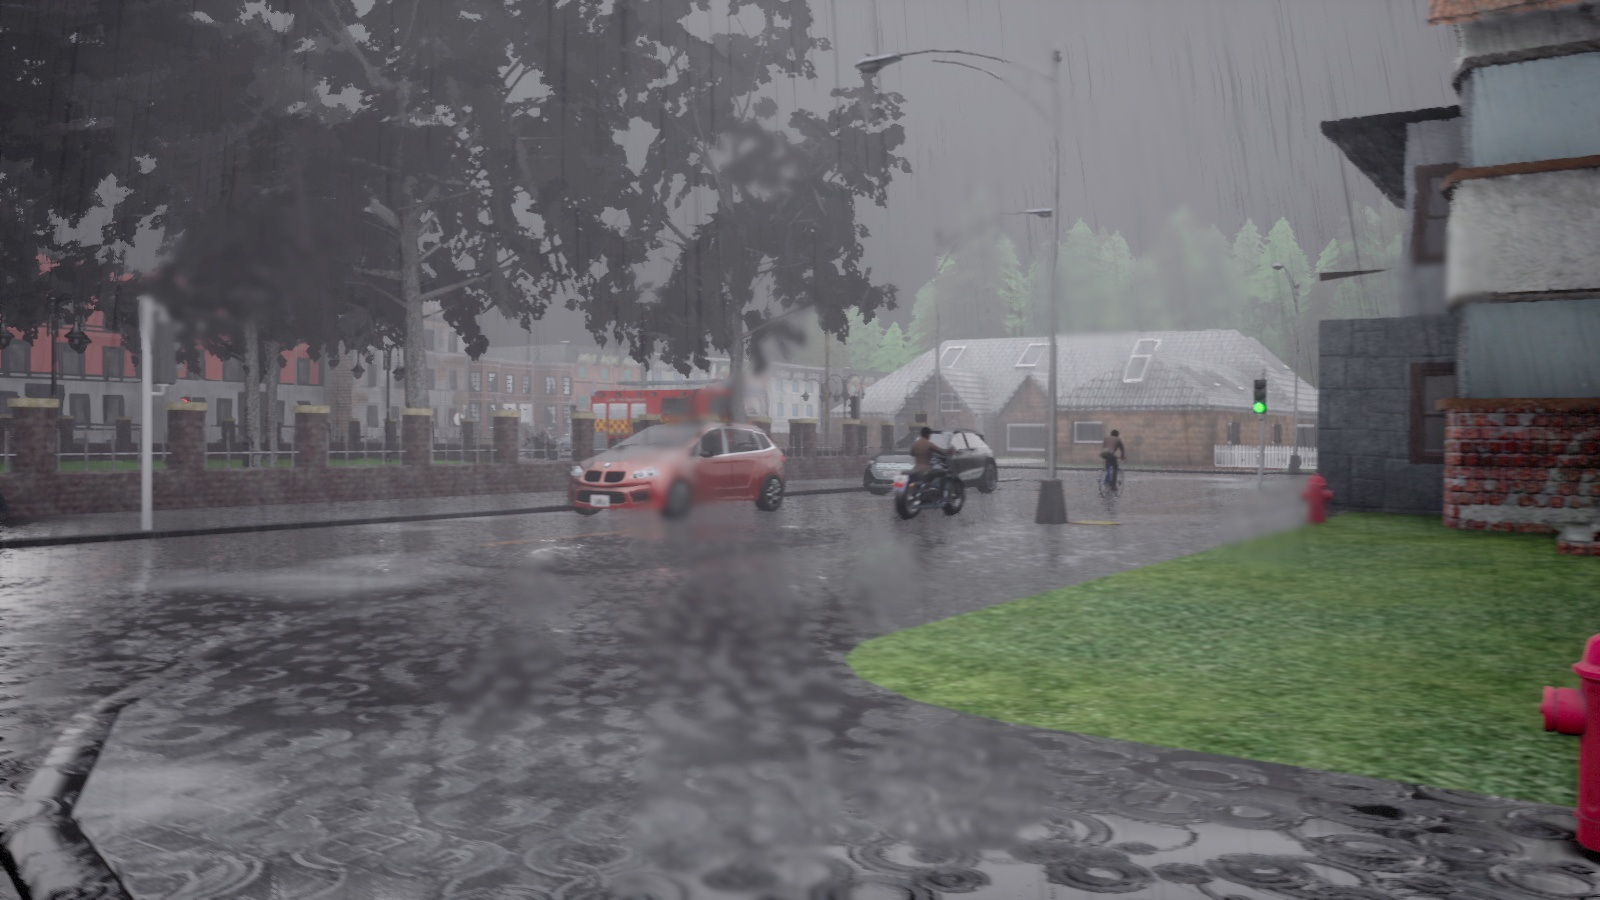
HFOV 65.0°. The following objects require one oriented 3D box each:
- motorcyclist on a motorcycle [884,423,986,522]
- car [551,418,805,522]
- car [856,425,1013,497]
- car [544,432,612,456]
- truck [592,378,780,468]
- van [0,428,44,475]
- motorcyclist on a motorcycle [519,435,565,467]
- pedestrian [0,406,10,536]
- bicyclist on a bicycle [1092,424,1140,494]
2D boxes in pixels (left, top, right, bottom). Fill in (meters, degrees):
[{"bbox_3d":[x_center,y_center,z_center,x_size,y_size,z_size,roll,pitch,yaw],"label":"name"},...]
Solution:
[{"bbox_3d":[2.418,0.359,22.172,0.766,1.649,2.350,0,1,34],"label":"motorcyclist on a motorcycle"},{"bbox_3d":[-2.068,0.286,22.747,2.242,1.667,4.611,0,1,31],"label":"car"},{"bbox_3d":[3.429,0.207,31.135,2.033,1.649,4.856,0,1,30],"label":"car"},{"bbox_3d":[-16.038,-0.425,90.910,2.033,1.649,4.856,0,1,33],"label":"car"},{"bbox_3d":[-5.264,-1.159,57.032,8.468,3.827,2.891,0,1,32],"label":"truck"},{"bbox_3d":[-35.466,0.074,54.269,1.775,1.987,4.442,0,1,34],"label":"van"},{"bbox_3d":[-12.735,0.042,62.008,2.191,1.530,0.866,0,1,31],"label":"motorcyclist on a motorcycle"},{"bbox_3d":[-11.656,0.306,17.832,0.331,1.846,0.636,0,1,34],"label":"pedestrian"},{"bbox_3d":[7.539,0.209,29.898,0.582,1.620,1.656,0,0,33],"label":"bicyclist on a bicycle"}]
